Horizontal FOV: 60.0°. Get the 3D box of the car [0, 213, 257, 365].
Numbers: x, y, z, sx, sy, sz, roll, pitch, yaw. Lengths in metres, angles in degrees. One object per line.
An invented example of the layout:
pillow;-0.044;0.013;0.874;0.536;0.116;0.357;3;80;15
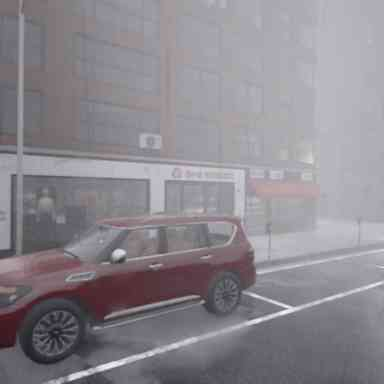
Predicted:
car;-1.011;1.344;6.045;5.009;1.841;2.192;1;-1;-36
